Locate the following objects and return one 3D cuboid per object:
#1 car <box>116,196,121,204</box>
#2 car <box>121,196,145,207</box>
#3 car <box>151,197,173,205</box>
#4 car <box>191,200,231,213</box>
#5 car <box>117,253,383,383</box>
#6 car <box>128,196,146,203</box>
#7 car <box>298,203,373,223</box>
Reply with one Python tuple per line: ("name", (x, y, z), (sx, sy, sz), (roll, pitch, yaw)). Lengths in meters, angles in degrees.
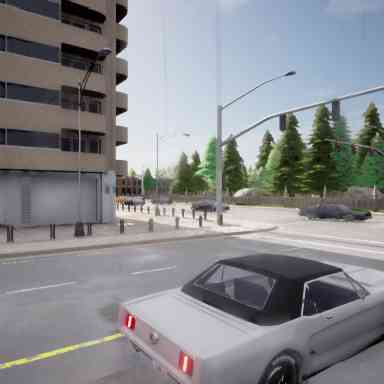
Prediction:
("car", (-14.240, 1.533, 67.153), (1.882, 1.535, 5.008), (0, 0, -36))
("car", (-9.350, 1.581, 54.088), (1.812, 1.442, 4.674), (0, 0, -36))
("car", (-5.593, 1.603, 61.145), (2.033, 1.411, 5.357), (0, 0, -36))
("car", (2.056, 1.603, 38.168), (2.033, 1.411, 5.357), (0, 0, -36))
("car", (1.480, 1.601, 4.833), (4.718, 1.301, 1.895), (0, 0, -35))
("car", (-11.624, 1.581, 69.502), (1.812, 1.442, 4.674), (0, 0, -36))
("car", (11.142, 1.587, 26.284), (2.033, 1.411, 5.357), (0, -1, -43))
